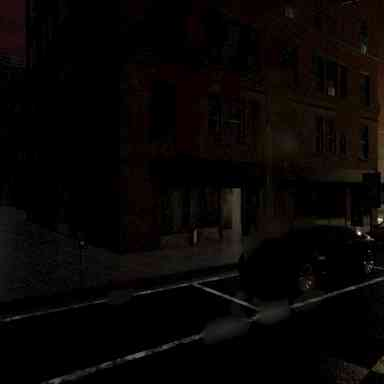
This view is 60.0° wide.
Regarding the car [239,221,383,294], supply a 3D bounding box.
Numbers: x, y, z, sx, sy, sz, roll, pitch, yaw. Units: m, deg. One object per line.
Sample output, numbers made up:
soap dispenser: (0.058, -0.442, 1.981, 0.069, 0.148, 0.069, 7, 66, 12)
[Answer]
car: (3.185, 1.565, 8.816, 4.313, 1.339, 1.947, 0, 0, -36)
